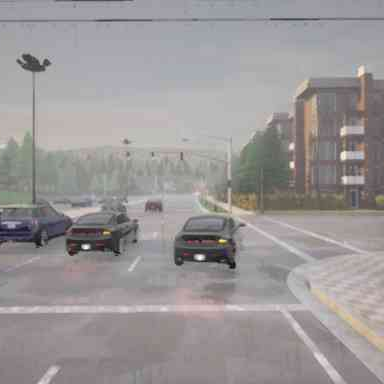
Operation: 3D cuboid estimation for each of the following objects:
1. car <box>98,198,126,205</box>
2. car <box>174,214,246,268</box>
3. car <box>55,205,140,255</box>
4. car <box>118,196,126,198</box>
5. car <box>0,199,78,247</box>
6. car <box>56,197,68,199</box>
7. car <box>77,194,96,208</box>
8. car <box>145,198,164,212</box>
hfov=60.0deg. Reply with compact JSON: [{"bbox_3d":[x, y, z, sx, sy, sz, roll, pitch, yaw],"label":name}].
[{"bbox_3d":[-7.741,1.578,32.989,2.033,1.411,5.357,0,0,-2],"label":"car"},{"bbox_3d":[0.723,1.518,11.489,1.837,1.490,4.892,-1,0,12],"label":"car"},{"bbox_3d":[-3.369,1.519,13.296,1.837,1.490,4.892,0,0,2],"label":"car"},{"bbox_3d":[-16.260,1.573,76.122,2.033,1.411,5.357,0,0,0],"label":"car"},{"bbox_3d":[-7.084,1.366,15.141,2.097,1.767,4.553,0,0,-1],"label":"car"},{"bbox_3d":[-23.303,1.616,59.574,1.994,1.385,4.181,0,0,1],"label":"car"},{"bbox_3d":[-16.291,1.524,49.504,1.882,1.535,5.008,0,0,0],"label":"car"},{"bbox_3d":[-4.475,1.515,39.965,1.882,1.535,5.008,0,0,-2],"label":"car"}]
